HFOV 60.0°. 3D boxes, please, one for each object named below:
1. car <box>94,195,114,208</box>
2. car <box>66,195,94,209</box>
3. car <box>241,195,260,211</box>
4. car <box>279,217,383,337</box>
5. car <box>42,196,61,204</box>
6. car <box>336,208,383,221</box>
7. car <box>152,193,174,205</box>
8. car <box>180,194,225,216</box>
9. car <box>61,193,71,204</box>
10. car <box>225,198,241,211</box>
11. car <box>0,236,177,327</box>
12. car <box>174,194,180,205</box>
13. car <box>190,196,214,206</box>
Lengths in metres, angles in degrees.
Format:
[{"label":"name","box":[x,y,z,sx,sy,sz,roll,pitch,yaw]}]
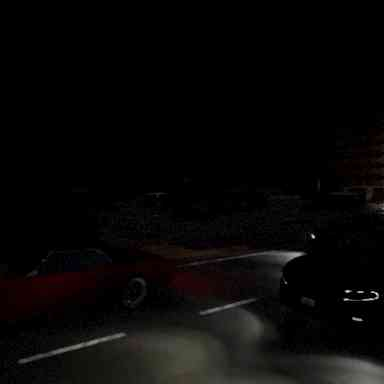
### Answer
[{"label":"car","box":[-12.137,1.200,44.829,1.932,1.855,4.605,0,0,-35]},{"label":"car","box":[-14.542,1.411,43.214,1.784,1.438,3.905,0,0,-35]},{"label":"car","box":[5.605,1.438,38.958,1.970,1.475,3.806,0,0,-35]},{"label":"car","box":[3.877,1.475,6.750,5.008,1.535,1.882,0,0,-36]},{"label":"car","box":[-24.611,1.442,57.487,1.970,1.475,3.806,0,0,-35]},{"label":"car","box":[6.953,1.542,13.235,5.357,1.411,2.033,0,0,-36]},{"label":"car","box":[-6.211,1.193,70.469,1.905,1.878,3.866,0,0,-35]},{"label":"car","box":[1.071,1.198,35.707,1.932,1.855,4.605,0,0,-35]},{"label":"car","box":[-22.237,1.202,59.144,1.905,1.878,3.866,0,0,-35]},{"label":"car","box":[3.237,1.408,37.293,1.784,1.438,3.905,0,0,-35]},{"label":"car","box":[-2.723,1.600,6.348,4.718,1.301,1.895,0,0,-35]},{"label":"car","box":[-3.813,1.189,72.090,1.932,1.855,4.605,0,0,-35]},{"label":"car","box":[1.630,1.435,54.628,1.970,1.475,3.806,0,0,-35]}]
